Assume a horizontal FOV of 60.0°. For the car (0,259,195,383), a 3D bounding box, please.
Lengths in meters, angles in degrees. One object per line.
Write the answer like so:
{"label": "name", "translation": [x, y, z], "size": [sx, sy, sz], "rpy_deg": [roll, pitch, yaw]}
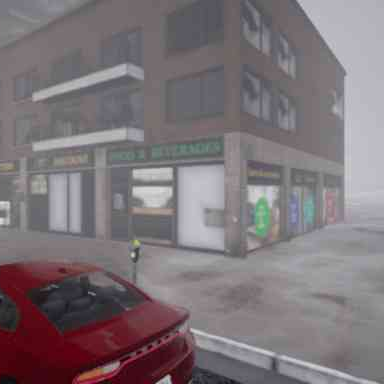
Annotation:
{"label": "car", "translation": [-2.076, 1.547, 4.201], "size": [4.507, 1.381, 1.887], "rpy_deg": [0, 0, 35]}
